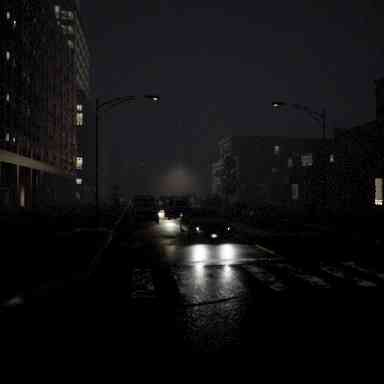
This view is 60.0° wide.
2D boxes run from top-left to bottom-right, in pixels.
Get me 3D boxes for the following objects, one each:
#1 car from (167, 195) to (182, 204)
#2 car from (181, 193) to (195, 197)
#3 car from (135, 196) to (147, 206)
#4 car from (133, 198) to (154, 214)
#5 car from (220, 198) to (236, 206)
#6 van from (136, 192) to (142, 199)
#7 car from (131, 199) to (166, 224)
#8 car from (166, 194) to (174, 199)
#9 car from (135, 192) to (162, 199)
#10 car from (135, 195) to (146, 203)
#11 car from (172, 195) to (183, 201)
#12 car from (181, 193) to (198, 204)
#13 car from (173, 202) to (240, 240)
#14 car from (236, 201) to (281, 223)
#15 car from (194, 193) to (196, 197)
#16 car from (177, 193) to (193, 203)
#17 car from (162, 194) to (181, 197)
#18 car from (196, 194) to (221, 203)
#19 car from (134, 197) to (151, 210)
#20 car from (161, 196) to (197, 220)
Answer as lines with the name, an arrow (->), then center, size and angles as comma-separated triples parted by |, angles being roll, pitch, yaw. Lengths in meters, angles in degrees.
car -> -3.026, 1.276, 56.582 | 1.837, 1.490, 4.892 | 0, 0, -10
car -> -1.260, 1.289, 46.341 | 1.882, 1.535, 5.008 | 0, 0, -9
car -> -7.755, 1.285, 50.389 | 1.752, 1.417, 4.829 | 1, 0, -10
car -> -5.037, 1.376, 34.174 | 2.008, 1.369, 4.403 | 1, 0, -10
car -> 4.144, 1.477, 30.097 | 1.802, 1.307, 4.206 | 1, 0, -10
van -> -14.190, 0.962, 88.781 | 1.690, 1.788, 3.998 | 1, 0, -10
car -> -3.206, 1.423, 23.252 | 2.008, 1.369, 4.403 | 1, 0, -10
car -> -5.926, 1.249, 90.165 | 1.802, 1.307, 4.206 | 1, 0, -10
car -> -4.119, 1.163, 28.713 | 2.192, 1.841, 5.009 | 1, 0, -10
car -> -9.614, 1.284, 61.478 | 1.947, 1.339, 4.313 | 1, 0, -10
car -> -3.180, 1.290, 73.783 | 1.947, 1.339, 4.313 | 1, 0, -10
car -> -0.431, 1.100, 57.401 | 2.192, 1.841, 5.009 | 1, 0, -10
car -> 0.504, 1.464, 16.774 | 2.033, 1.411, 5.357 | 0, 0, -10
car -> 5.032, 1.443, 24.803 | 1.752, 1.417, 4.829 | 1, 0, -10
car -> 0.454, 1.330, 52.108 | 1.752, 1.417, 4.829 | 1, 0, -10
car -> -1.346, 1.079, 62.861 | 2.192, 1.841, 5.009 | 1, 0, -10
car -> -2.822, 1.183, 36.690 | 2.097, 1.767, 4.553 | 0, 0, -10
car -> 2.316, 1.164, 41.018 | 2.192, 1.841, 5.009 | 1, 0, -10
car -> -5.952, 1.347, 39.635 | 1.887, 1.381, 4.507 | 1, 0, -10
car -> -1.150, 1.351, 26.616 | 1.882, 1.535, 5.008 | 0, 0, -9
